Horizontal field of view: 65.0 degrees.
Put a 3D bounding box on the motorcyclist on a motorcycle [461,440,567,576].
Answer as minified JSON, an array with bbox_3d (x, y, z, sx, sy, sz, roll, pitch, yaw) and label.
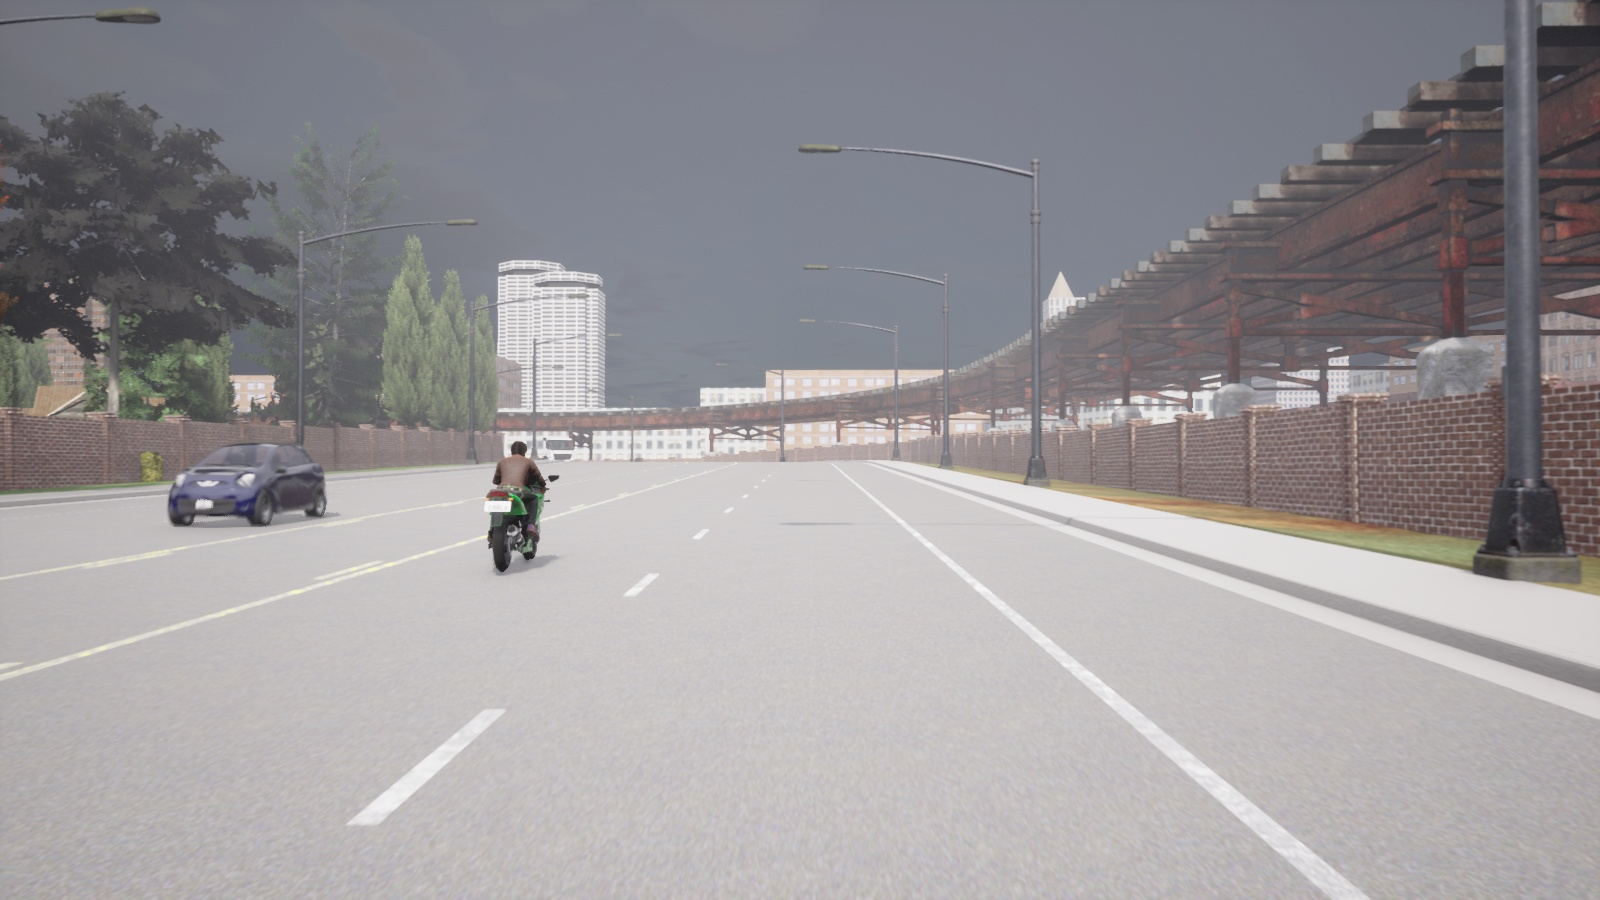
[{"bbox_3d":[-3.396,0.644,15.088,0.797,1.523,2.044,0,0,0],"label":"motorcyclist on a motorcycle"}]

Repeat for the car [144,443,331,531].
[{"bbox_3d":[-10.347,0.625,23.408,1.845,1.501,3.633,0,0,0],"label":"car"}]
